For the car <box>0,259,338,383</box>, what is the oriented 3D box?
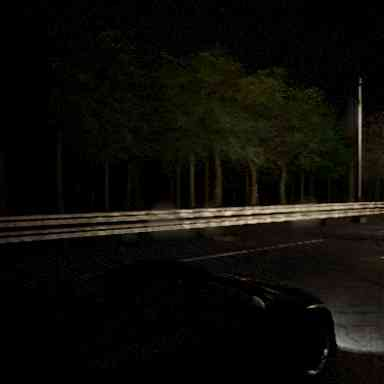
[{"bbox_3d":[-0.114,1.551,3.969,4.181,1.385,1.994,0,0,-37],"label":"car"}]
